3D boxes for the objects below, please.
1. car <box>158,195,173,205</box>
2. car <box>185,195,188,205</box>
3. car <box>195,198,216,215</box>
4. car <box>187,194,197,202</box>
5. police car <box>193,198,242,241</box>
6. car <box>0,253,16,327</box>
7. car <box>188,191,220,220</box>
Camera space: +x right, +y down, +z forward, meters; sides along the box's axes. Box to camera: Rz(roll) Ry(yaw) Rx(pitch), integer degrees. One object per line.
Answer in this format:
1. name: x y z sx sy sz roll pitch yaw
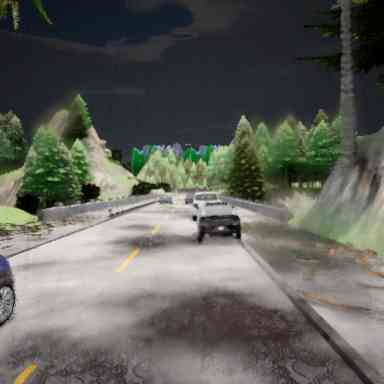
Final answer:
1. car: -4.054 1.221 51.626 1.994 1.385 4.181 0 0 0
2. car: 0.008 1.009 51.483 2.097 1.767 4.553 0 0 0
3. car: 1.200 1.314 31.964 1.812 1.442 4.674 0 0 0
4. car: 0.001 1.140 65.214 2.033 1.411 5.357 0 0 0
5. police car: 1.166 1.294 16.081 1.930 1.638 5.238 -2 -1 0
6. car: -4.100 1.325 3.828 2.097 1.767 4.553 0 0 0
7. car: 1.070 1.000 25.979 2.150 2.045 5.566 -3 0 1
